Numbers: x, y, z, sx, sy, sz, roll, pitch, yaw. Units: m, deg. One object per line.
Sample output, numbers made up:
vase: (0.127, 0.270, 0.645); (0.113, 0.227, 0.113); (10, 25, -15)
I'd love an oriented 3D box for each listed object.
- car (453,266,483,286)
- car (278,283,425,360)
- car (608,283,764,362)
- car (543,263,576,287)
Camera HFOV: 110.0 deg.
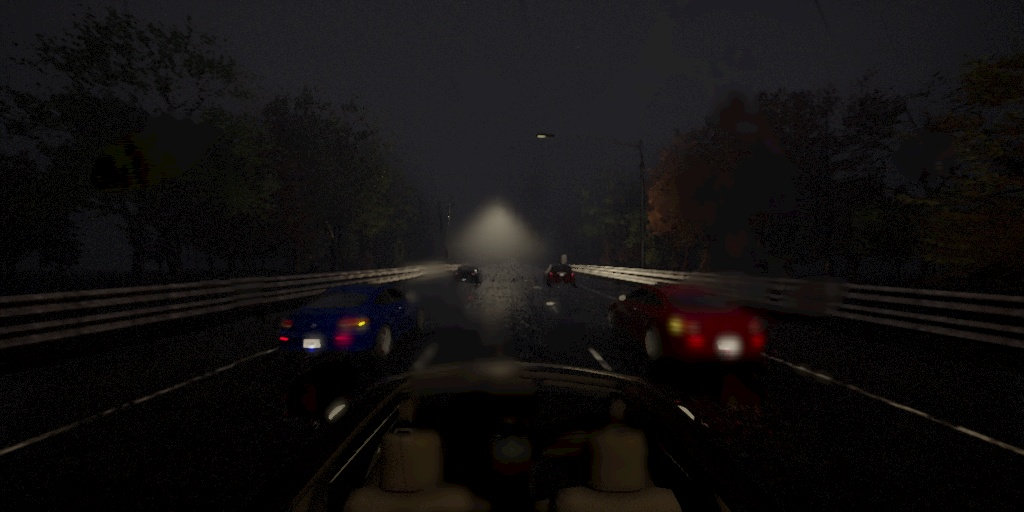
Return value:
car: (-3.398, 1.539, 28.227); (2.128, 1.511, 4.902); (0, -1, 0)
car: (-3.402, 1.350, 8.411); (1.812, 1.442, 4.674); (0, -1, 0)
car: (3.601, 1.348, 8.255); (1.812, 1.442, 4.674); (0, -1, 0)
car: (3.601, 1.396, 27.976); (2.097, 1.767, 4.553); (0, -1, 0)
